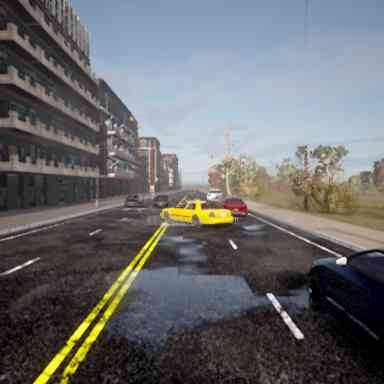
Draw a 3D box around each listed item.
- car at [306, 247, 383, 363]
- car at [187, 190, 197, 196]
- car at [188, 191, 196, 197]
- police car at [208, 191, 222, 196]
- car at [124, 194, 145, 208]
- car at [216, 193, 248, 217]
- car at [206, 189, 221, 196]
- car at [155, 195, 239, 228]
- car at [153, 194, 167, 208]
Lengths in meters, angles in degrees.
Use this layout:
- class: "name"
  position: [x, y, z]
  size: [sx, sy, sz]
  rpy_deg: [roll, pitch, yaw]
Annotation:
- class: "car"
  position: [3.252, 1.499, 4.945]
  size: [1.994, 1.385, 4.181]
  rpy_deg: [0, 1, 0]
- class: "car"
  position: [0.019, 0.435, 74.648]
  size: [2.097, 1.767, 4.553]
  rpy_deg: [0, 1, 0]
- class: "car"
  position: [0.022, 0.488, 84.424]
  size: [2.128, 1.511, 4.902]
  rpy_deg: [0, 1, 0]
- class: "police car"
  position: [3.260, 1.029, 37.943]
  size: [2.038, 1.542, 4.974]
  rpy_deg: [0, 1, 0]
- class: "car"
  position: [-6.582, 1.026, 38.341]
  size: [1.837, 1.490, 4.892]
  rpy_deg: [0, 0, 0]
- class: "car"
  position: [3.257, 1.138, 26.943]
  size: [1.882, 1.535, 5.008]
  rpy_deg: [0, 1, 0]
- class: "car"
  position: [3.263, 0.611, 48.969]
  size: [2.150, 2.045, 5.566]
  rpy_deg: [0, 1, 0]
- class: "car"
  position: [0.102, 1.202, 20.118]
  size: [1.801, 1.575, 5.366]
  rpy_deg: [0, 1, -38]
- class: "car"
  position: [-3.332, 1.001, 37.971]
  size: [1.882, 1.535, 5.008]
  rpy_deg: [0, 0, 0]
